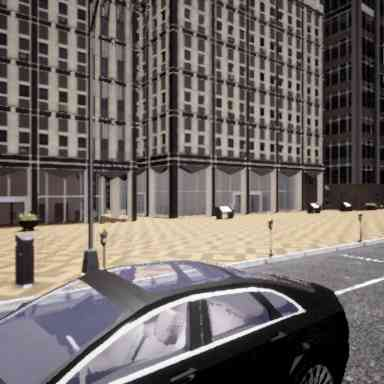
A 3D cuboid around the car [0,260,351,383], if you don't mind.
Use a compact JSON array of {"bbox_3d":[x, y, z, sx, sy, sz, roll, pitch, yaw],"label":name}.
[{"bbox_3d":[-0.532,1.492,2.987,4.902,1.511,2.128,0,0,-35],"label":"car"}]
